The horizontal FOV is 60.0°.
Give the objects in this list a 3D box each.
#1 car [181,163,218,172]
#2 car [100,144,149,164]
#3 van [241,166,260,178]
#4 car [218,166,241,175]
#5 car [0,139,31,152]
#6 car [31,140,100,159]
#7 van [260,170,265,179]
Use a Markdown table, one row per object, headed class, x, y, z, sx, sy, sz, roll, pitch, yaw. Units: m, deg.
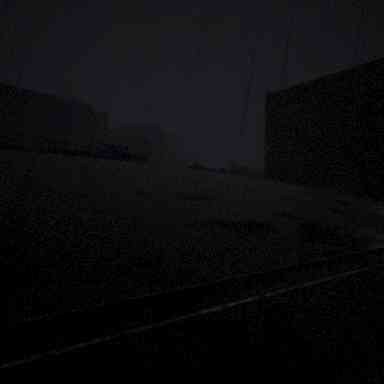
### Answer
| class | x | y | z | sx | sy | sz | roll | pitch | yaw |
| --- | --- | --- | --- | --- | --- | --- | --- | --- | --- |
| car | 0.586 | -2.796 | 40.530 | 2.002 | 1.452 | 4.674 | 0 | -2 | 41 |
| car | -6.749 | -3.396 | 32.287 | 2.435 | 2.045 | 5.566 | 0 | -1 | 44 |
| van | 7.736 | -2.660 | 49.172 | 1.878 | 1.987 | 4.442 | 0 | -2 | 39 |
| car | 4.149 | -2.609 | 44.772 | 2.002 | 1.452 | 4.674 | 0 | -2 | 40 |
| car | -14.008 | -3.299 | 29.021 | 2.128 | 1.511 | 4.902 | 0 | -1 | 45 |
| car | -10.623 | -3.393 | 28.228 | 2.185 | 1.767 | 4.553 | 0 | -1 | 45 |
| van | 11.122 | -2.429 | 53.549 | 1.878 | 1.987 | 4.442 | 0 | -2 | 38 |
